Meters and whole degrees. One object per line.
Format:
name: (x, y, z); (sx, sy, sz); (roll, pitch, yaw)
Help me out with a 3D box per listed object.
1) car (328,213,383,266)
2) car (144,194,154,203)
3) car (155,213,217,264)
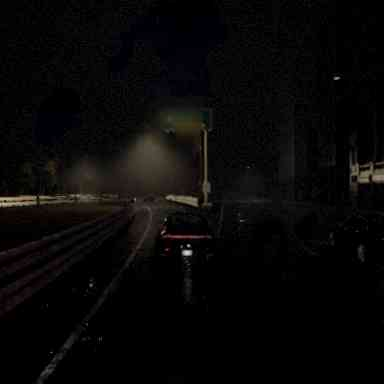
car: (6.162, 1.471, 11.338); (1.837, 1.490, 4.892); (0, 0, 6)
car: (-8.363, 1.258, 64.733); (1.837, 1.490, 4.892); (0, 0, -10)
car: (-0.254, 1.468, 11.713); (2.128, 1.511, 4.902); (1, 0, -3)
